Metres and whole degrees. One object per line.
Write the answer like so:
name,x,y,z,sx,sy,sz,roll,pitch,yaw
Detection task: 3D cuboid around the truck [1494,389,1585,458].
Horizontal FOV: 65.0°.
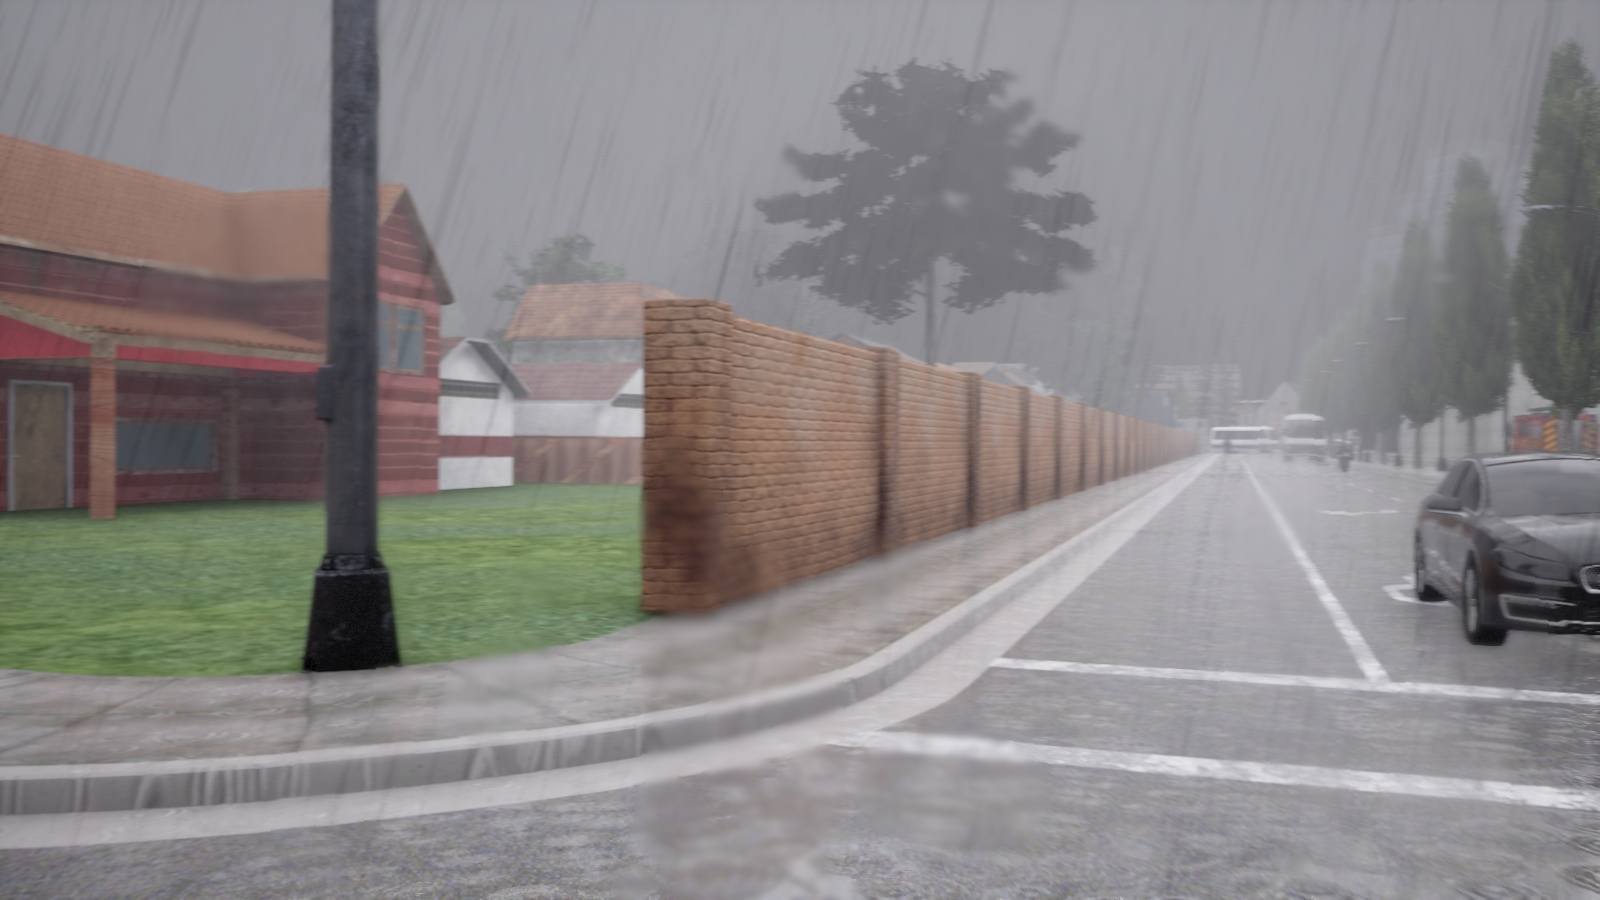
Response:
truck,43.470,-1.509,74.076,2.891,3.827,8.468,-1,0,19

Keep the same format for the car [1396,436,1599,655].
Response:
car,6.511,0.640,10.885,1.837,1.490,4.892,-1,0,19
